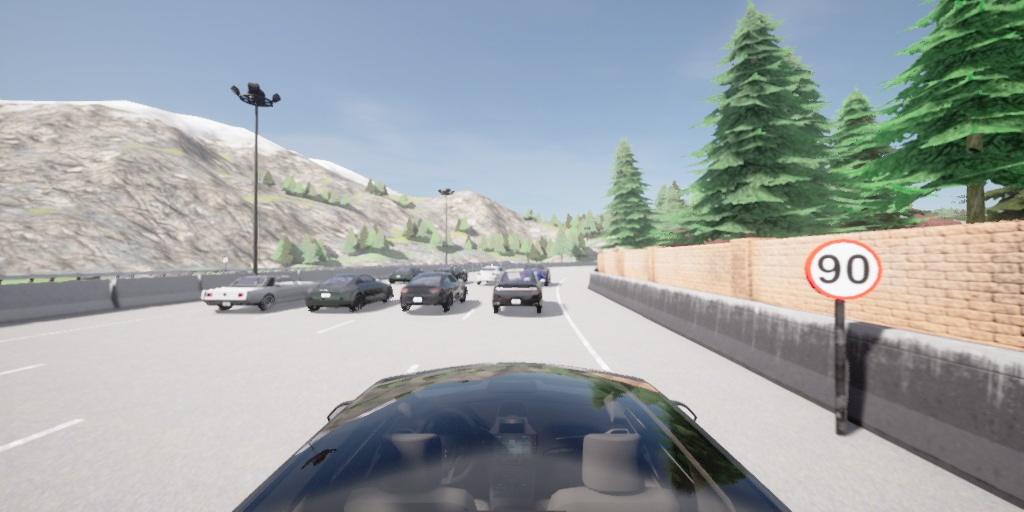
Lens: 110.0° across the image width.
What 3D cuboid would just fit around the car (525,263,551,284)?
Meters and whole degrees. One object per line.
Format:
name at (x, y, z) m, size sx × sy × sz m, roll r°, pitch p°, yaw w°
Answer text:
car at (1.889, 1.345, 27.870) m, size 2.097 × 1.767 × 4.553 m, roll 0°, pitch -1°, yaw 10°

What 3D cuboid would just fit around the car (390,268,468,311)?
car at (-3.159, 1.395, 14.987) m, size 1.812 × 1.442 × 4.674 m, roll 0°, pitch 0°, yaw 4°

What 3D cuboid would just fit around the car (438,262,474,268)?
car at (-4.978, 1.492, 29.215) m, size 2.128 × 1.511 × 4.902 m, roll 0°, pitch 0°, yaw 10°

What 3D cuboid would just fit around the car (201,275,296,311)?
car at (-10.171, 1.464, 15.195) m, size 1.895 × 1.301 × 4.718 m, roll 0°, pitch 0°, yaw 4°

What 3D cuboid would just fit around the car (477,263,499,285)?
car at (-1.506, 1.525, 28.742) m, size 1.812 × 1.442 × 4.674 m, roll 0°, pitch 0°, yaw 10°

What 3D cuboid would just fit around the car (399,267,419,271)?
car at (-8.444, 1.565, 29.735) m, size 1.994 × 1.385 × 4.181 m, roll 0°, pitch -1°, yaw 10°

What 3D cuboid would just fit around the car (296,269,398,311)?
car at (-6.660, 1.431, 15.119) m, size 1.994 × 1.385 × 4.181 m, roll 0°, pitch 0°, yaw 4°

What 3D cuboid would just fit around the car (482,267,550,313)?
car at (0.324, 1.363, 14.655) m, size 2.128 × 1.511 × 4.902 m, roll 0°, pitch 0°, yaw 4°
